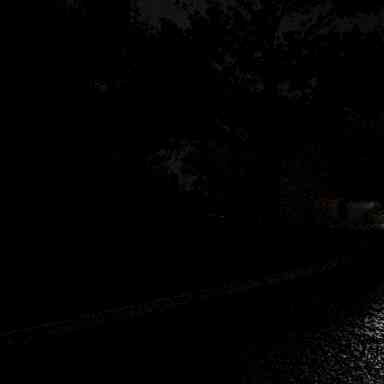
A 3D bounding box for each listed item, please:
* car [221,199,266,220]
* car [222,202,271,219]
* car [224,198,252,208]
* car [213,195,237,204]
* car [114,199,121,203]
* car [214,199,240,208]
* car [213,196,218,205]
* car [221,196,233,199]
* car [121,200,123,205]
[{"bbox_3d":[4.795,1.635,29.415,2.128,1.511,4.902,4,-3,-34],"label":"car"},{"bbox_3d":[5.549,1.886,34.294,2.128,1.511,4.902,4,-3,-34],"label":"car"},{"bbox_3d":[8.411,1.986,61.195,2.097,1.535,5.008,0,0,-36],"label":"car"},{"bbox_3d":[7.434,1.715,76.584,2.435,2.045,5.566,0,0,-36],"label":"car"},{"bbox_3d":[-15.305,2.072,60.196,2.097,1.535,5.008,0,0,-36],"label":"car"},{"bbox_3d":[6.256,2.035,59.635,2.002,1.452,4.674,0,0,-36],"label":"car"},{"bbox_3d":[1.726,1.768,56.393,2.435,2.045,5.566,0,0,-36],"label":"car"},{"bbox_3d":[3.883,1.755,57.952,2.435,2.045,5.566,0,0,-36],"label":"car"},{"bbox_3d":[-13.046,2.089,61.857,2.163,1.488,4.792,0,0,-36],"label":"car"}]
